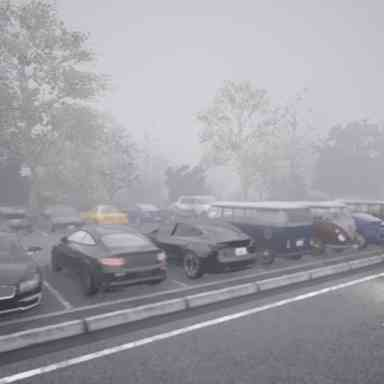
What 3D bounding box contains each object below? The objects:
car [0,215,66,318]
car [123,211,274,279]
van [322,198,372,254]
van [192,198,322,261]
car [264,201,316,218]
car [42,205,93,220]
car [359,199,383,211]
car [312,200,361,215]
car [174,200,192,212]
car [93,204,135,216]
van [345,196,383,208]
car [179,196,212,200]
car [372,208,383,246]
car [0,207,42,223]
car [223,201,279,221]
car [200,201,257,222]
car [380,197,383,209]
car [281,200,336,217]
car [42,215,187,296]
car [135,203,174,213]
[{"bbox_3d":[-4.630,1.517,7.270,2.231,1.521,4.892,1,0,-36],"label":"car"},{"bbox_3d":[-0.079,1.595,10.552,2.163,1.488,4.792,0,0,-36],"label":"car"},{"bbox_3d":[4.566,1.373,13.694,1.878,1.987,4.442,0,0,-36],"label":"van"},{"bbox_3d":[2.152,1.356,12.254,1.878,1.987,4.442,0,0,-36],"label":"van"},{"bbox_3d":[9.828,1.696,33.715,2.163,1.488,4.792,0,0,-36],"label":"car"},{"bbox_3d":[-8.200,1.592,20.752,2.163,1.488,4.792,1,0,-36],"label":"car"},{"bbox_3d":[25.653,1.747,44.988,2.097,1.535,5.008,0,0,-36],"label":"car"},{"bbox_3d":[16.635,1.730,38.511,2.163,1.488,4.792,0,0,-36],"label":"car"},{"bbox_3d":[-1.440,1.610,25.615,2.231,1.521,4.892,0,0,-36],"label":"car"},{"bbox_3d":[-6.070,1.576,22.539,1.946,1.575,5.366,0,0,-36],"label":"car"},{"bbox_3d":[8.994,1.397,17.147,1.878,1.987,4.442,0,0,-36],"label":"van"},{"bbox_3d":[0.831,1.369,27.211,2.435,2.045,5.566,0,0,-36],"label":"car"},{"bbox_3d":[6.784,1.611,15.417,2.097,1.535,5.008,0,0,-36],"label":"car"},{"bbox_3d":[-10.498,1.566,19.181,2.163,1.488,4.792,1,0,-36],"label":"car"},{"bbox_3d":[5.326,1.643,30.467,2.097,1.535,5.008,0,0,-36],"label":"car"},{"bbox_3d":[3.068,1.632,28.852,2.097,1.535,5.008,0,0,-36],"label":"car"},{"bbox_3d":[30.147,1.646,48.246,2.185,1.767,4.553,0,0,-36],"label":"car"},{"bbox_3d":[12.210,1.675,35.154,1.946,1.575,5.366,0,0,-36],"label":"car"},{"bbox_3d":[-2.344,1.582,8.893,2.002,1.452,4.674,1,0,-36],"label":"car"},{"bbox_3d":[-3.700,1.595,24.000,2.097,1.535,5.008,0,0,-36],"label":"car"}]
